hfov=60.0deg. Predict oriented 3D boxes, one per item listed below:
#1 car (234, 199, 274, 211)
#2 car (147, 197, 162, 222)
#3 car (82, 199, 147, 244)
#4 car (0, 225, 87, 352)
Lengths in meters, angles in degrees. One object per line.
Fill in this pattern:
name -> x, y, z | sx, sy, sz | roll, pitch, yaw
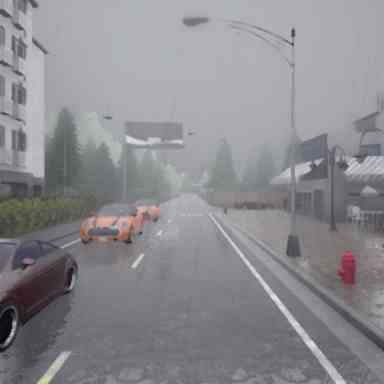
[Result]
car -> 7.869, 1.597, 42.077 | 5.008, 1.535, 1.882 | 0, -1, -6
car -> -3.560, 1.317, 25.718 | 2.097, 1.767, 4.553 | 0, 0, 0
car -> -3.592, 1.331, 15.667 | 2.097, 1.767, 4.553 | 0, 0, 0
car -> -3.599, 1.557, 5.962 | 1.994, 1.385, 4.181 | 0, 0, 0
